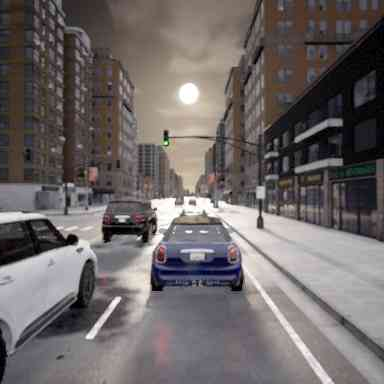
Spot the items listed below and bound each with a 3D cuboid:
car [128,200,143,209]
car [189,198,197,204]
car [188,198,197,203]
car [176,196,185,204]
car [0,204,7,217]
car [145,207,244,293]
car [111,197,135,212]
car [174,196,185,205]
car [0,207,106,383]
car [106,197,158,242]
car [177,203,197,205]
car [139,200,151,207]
[{"bbox_3d":[-9.705,2.120,57.823,1.812,1.442,4.674,0,-1,0],"label":"car"},{"bbox_3d":[0.180,2.351,87.067,1.994,1.385,4.181,0,-1,0],"label":"car"},{"bbox_3d":[0.160,2.325,77.059,1.812,1.442,4.674,0,-1,0],"label":"car"},{"bbox_3d":[-3.070,2.023,87.108,2.150,2.045,5.566,0,-1,0],"label":"car"},{"bbox_3d":[-22.078,1.937,34.872,4.313,1.339,1.947,0,-1,0],"label":"car"},{"bbox_3d":[0.117,1.445,9.324,2.097,1.767,4.553,0,-1,0],"label":"car"},{"bbox_3d":[-9.716,1.707,47.513,2.150,2.045,5.566,0,-1,2],"label":"car"},{"bbox_3d":[-3.091,2.335,76.652,2.033,1.411,5.357,0,-1,0],"label":"car"},{"bbox_3d":[-3.143,1.273,4.881,2.150,2.045,5.566,0,0,0],"label":"car"},{"bbox_3d":[-3.116,1.396,17.535,2.150,2.045,5.566,0,-1,0],"label":"car"},{"bbox_3d":[0.119,1.700,20.667,2.128,1.511,4.902,0,-1,0],"label":"car"},{"bbox_3d":[-9.610,2.305,68.104,1.895,1.301,4.718,0,-1,0],"label":"car"}]
